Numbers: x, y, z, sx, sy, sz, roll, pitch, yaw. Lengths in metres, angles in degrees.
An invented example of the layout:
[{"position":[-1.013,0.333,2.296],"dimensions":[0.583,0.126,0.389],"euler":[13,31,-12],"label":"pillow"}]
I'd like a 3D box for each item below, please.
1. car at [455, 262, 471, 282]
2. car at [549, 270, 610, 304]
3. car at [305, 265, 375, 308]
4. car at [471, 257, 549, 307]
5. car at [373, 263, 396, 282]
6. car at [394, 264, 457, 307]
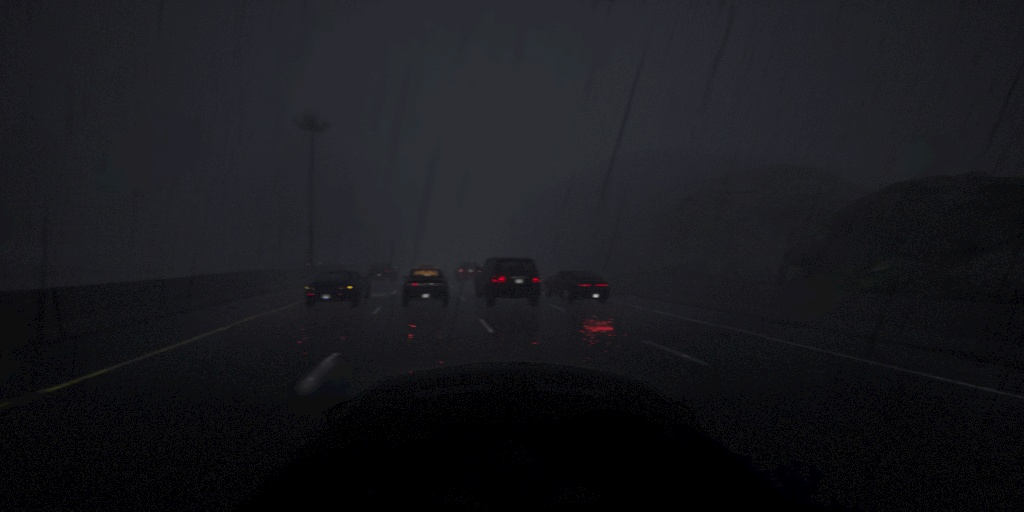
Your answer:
[{"position":[-3.830,1.267,31.101],"dimensions":[2.097,1.767,4.553],"euler":[1,-1,-13],"label":"car"},{"position":[2.995,1.414,17.536],"dimensions":[1.837,1.490,4.892],"euler":[1,0,-13],"label":"car"},{"position":[-7.239,1.280,15.192],"dimensions":[1.812,1.442,4.674],"euler":[1,0,-13],"label":"car"},{"position":[-0.342,1.071,16.448],"dimensions":[2.150,2.045,5.566],"euler":[1,0,-13],"label":"car"},{"position":[-10.728,1.295,29.859],"dimensions":[1.882,1.535,5.008],"euler":[1,0,-13],"label":"car"},{"position":[-3.810,1.297,15.898],"dimensions":[2.128,1.511,4.902],"euler":[1,0,-13],"label":"car"}]
